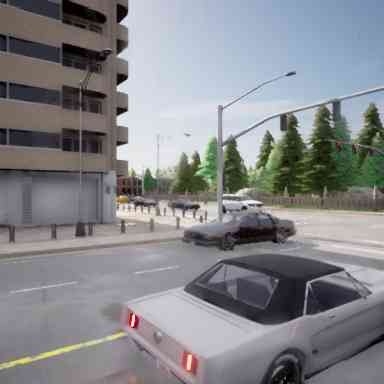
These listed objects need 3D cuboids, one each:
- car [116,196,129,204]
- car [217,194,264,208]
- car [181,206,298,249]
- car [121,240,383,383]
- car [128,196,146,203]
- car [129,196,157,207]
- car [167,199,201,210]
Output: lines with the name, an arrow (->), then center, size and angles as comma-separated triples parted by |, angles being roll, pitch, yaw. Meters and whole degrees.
car -> -14.180, 1.532, 67.183 | 1.882, 1.535, 5.008 | 0, 0, -36
car -> 4.933, 1.276, 34.253 | 2.150, 2.045, 5.566 | 0, 0, -36
car -> 2.191, 1.547, 14.126 | 5.357, 1.411, 2.033 | 0, 0, -35
car -> 1.516, 1.601, 4.858 | 4.718, 1.301, 1.895 | 0, 0, -35
car -> -11.563, 1.579, 69.531 | 1.812, 1.442, 4.674 | 0, 0, -36
car -> -7.253, 1.602, 51.245 | 2.033, 1.411, 5.357 | 0, 0, -36
car -> -1.127, 1.601, 42.683 | 2.033, 1.411, 5.357 | 0, 0, -36
